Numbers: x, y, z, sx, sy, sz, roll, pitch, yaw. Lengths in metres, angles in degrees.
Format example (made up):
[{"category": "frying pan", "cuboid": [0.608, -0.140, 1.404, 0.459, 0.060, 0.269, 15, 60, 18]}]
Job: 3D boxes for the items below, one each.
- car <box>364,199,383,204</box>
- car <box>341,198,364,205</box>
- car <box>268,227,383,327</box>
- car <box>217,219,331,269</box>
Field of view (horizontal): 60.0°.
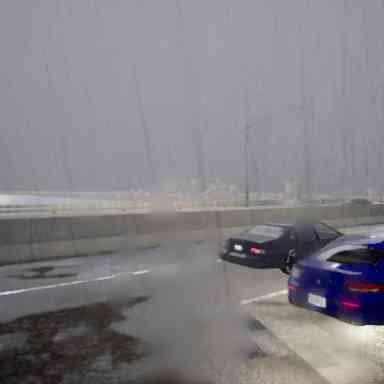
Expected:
[{"category": "car", "cuboid": [24.222, 1.651, 42.044, 4.718, 1.301, 1.895, 0, 0, -34]}, {"category": "car", "cuboid": [22.051, 1.528, 44.797, 5.008, 1.535, 1.882, 0, 0, -34]}, {"category": "car", "cuboid": [3.841, 1.529, 6.526, 4.674, 1.442, 1.812, 0, 0, -35]}, {"category": "car", "cuboid": [3.314, 1.552, 10.417, 5.357, 1.411, 2.033, 0, 0, -35]}]
